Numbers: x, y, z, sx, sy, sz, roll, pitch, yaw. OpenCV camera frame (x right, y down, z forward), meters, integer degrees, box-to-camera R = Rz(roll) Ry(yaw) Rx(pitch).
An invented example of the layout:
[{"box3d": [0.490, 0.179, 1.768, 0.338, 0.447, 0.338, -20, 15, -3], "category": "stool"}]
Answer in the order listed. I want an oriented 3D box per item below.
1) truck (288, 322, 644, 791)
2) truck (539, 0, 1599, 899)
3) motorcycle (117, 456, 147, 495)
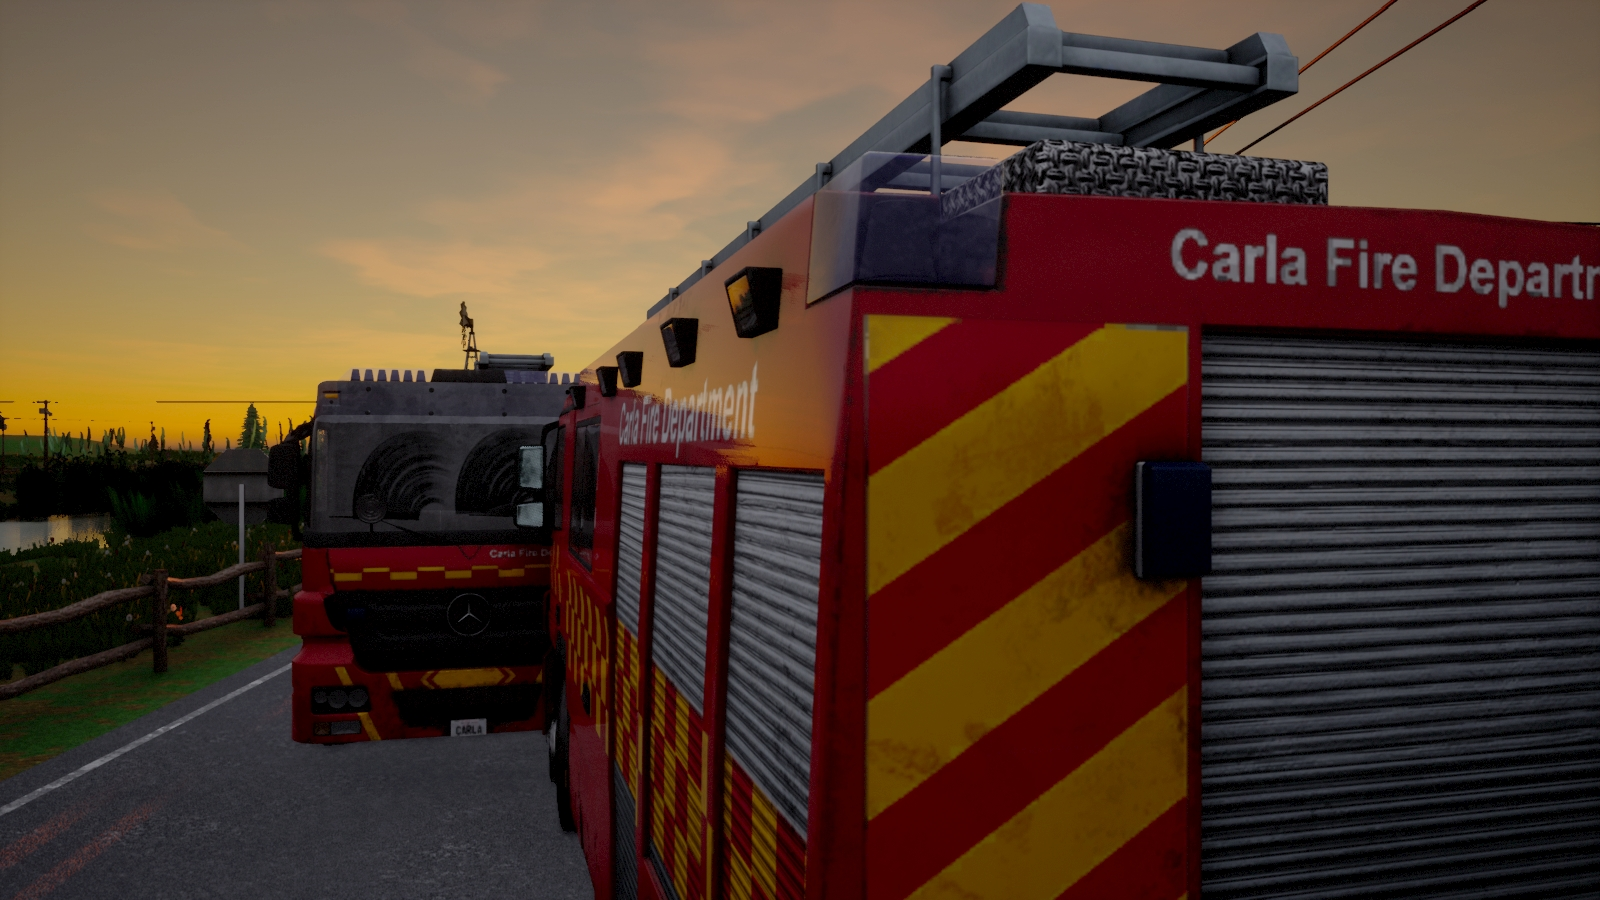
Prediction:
[{"box3d": [-3.941, 0.862, 13.785, 2.891, 3.827, 8.468, 0, 0, -16], "category": "truck"}, {"box3d": [0.145, 0.867, 6.868, 2.891, 3.827, 8.468, 0, 0, -16], "category": "truck"}, {"box3d": [-41.485, 1.577, 71.023, 0.803, 2.348, 2.033, 0, 0, -4], "category": "motorcycle"}]
